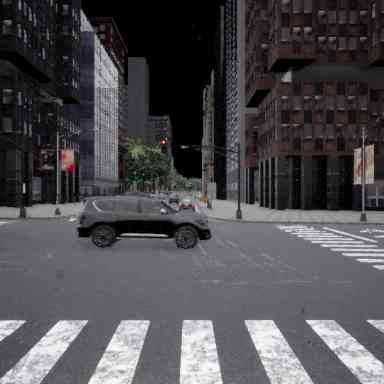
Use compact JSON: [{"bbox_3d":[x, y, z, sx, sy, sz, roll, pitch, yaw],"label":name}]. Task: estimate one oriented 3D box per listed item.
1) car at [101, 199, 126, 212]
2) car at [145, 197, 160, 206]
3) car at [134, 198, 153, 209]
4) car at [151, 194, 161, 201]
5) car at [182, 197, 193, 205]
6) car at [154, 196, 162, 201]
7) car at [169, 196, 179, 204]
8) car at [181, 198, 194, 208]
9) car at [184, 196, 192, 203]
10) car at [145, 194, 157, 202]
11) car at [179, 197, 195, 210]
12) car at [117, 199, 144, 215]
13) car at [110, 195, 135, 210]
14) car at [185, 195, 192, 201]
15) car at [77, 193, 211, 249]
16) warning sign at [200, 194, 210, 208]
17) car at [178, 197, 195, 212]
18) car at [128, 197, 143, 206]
[{"bbox_3d":[-9.139,1.574,38.919,1.947,1.339,4.313,0,0,0],"label":"car"},{"bbox_3d":[-6.571,1.551,55.547,1.837,1.490,4.892,0,0,0],"label":"car"},{"bbox_3d":[-6.523,1.587,45.354,1.994,1.385,4.181,0,0,-1],"label":"car"},{"bbox_3d":[-9.465,1.449,87.752,2.192,1.841,5.009,0,0,0],"label":"car"},{"bbox_3d":[-0.758,1.603,60.672,1.887,1.381,4.507,0,0,0],"label":"car"},{"bbox_3d":[-9.500,1.696,93.177,1.887,1.381,4.507,0,0,0],"label":"car"},{"bbox_3d":[-3.438,1.571,63.904,1.837,1.490,4.892,0,0,-1],"label":"car"},{"bbox_3d":[-0.686,1.615,49.822,1.802,1.307,4.206,0,0,0],"label":"car"},{"bbox_3d":[-0.832,1.613,71.692,1.752,1.417,4.829,0,0,0],"label":"car"},{"bbox_3d":[-9.392,1.417,76.900,2.192,1.841,5.009,0,0,0],"label":"car"},{"bbox_3d":[-0.651,1.461,44.398,1.967,1.590,4.097,0,0,0],"label":"car"},{"bbox_3d":[-6.459,1.548,35.399,2.033,1.411,5.357,0,0,-1],"label":"car"},{"bbox_3d":[-9.176,1.335,44.345,2.192,1.841,5.009,0,0,0],"label":"car"},{"bbox_3d":[-0.939,1.575,87.797,1.967,1.590,4.097,0,0,0],"label":"car"},{"bbox_3d":[-1.977,1.222,14.132,5.566,2.045,2.150,1,0,-1],"label":"car"},{"bbox_3d":[1.672,1.132,42.659,1.300,1.860,1.060,0,0,0],"label":"warning sign"},{"bbox_3d":[-0.615,1.448,38.973,1.967,1.590,4.097,0,0,0],"label":"car"},{"bbox_3d":[-9.246,1.570,55.026,1.752,1.417,4.829,0,0,0],"label":"car"}]
